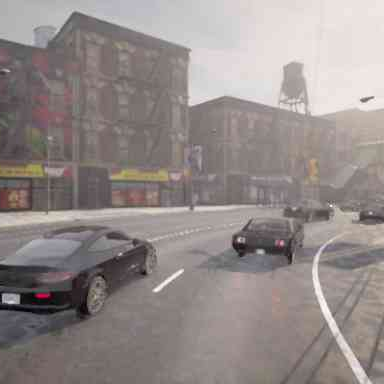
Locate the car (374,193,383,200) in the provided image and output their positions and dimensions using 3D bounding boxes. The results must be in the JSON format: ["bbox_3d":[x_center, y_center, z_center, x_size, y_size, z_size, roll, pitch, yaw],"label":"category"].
[{"bbox_3d":[27.918,1.171,48.779,5.566,2.045,2.150,1,0,-37],"label":"car"}]

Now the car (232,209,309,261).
[{"bbox_3d":[3.019,1.552,12.297,1.895,1.301,4.718,1,0,24],"label":"car"}]

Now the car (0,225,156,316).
[{"bbox_3d":[-2.275,1.462,7.353,1.812,1.442,4.674,0,0,12],"label":"car"}]

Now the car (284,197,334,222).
[{"bbox_3d":[8.987,1.276,25.484,4.553,1.767,2.097,0,1,-42],"label":"car"}]

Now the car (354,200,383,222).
[{"bbox_3d":[14.664,1.536,25.619,4.181,1.385,1.994,0,0,-38],"label":"car"}]

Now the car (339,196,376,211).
[{"bbox_3d":[18.444,1.497,37.523,4.181,1.385,1.994,0,0,-36],"label":"car"}]
